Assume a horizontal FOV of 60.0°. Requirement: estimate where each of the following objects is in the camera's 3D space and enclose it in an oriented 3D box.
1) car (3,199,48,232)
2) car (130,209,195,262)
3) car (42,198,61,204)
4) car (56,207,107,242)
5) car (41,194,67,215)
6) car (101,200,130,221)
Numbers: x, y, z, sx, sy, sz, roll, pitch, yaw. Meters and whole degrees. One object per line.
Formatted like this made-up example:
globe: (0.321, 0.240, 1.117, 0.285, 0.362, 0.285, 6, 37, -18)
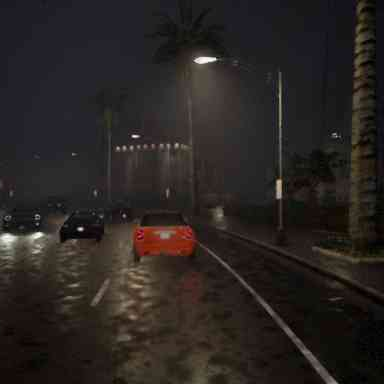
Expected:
car: (-10.816, 1.541, 21.732, 2.097, 1.767, 4.553, 0, -1, -21)
car: (-1.212, 1.469, 12.898, 2.097, 1.767, 4.553, 0, 0, -9)
car: (-34.027, 2.106, 80.616, 4.193, 1.474, 1.816, 0, -1, 20)
car: (-5.665, 1.717, 17.407, 1.994, 1.385, 4.181, 0, -1, -14)
car: (-15.802, 1.544, 37.036, 2.150, 2.045, 5.566, 1, -1, -42)
car: (-6.799, 1.771, 30.116, 1.837, 1.490, 4.892, 1, -1, -27)
